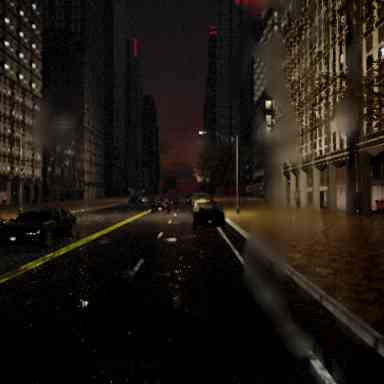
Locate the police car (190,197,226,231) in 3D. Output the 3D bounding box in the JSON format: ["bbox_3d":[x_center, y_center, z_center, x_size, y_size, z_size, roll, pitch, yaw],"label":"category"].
[{"bbox_3d":[0.977,1.381,20.602,1.930,1.638,5.238,0,0,0],"label":"police car"}]

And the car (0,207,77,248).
[{"bbox_3d":[-6.598,1.473,14.679,1.837,1.490,4.892,0,0,0],"label":"car"}]

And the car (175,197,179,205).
[{"bbox_3d":[-3.145,1.431,54.354,2.033,1.411,5.357,0,0,0],"label":"car"}]

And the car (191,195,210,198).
[{"bbox_3d":[0.977,1.389,30.684,1.801,1.575,5.366,0,0,0],"label":"car"}]

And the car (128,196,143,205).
[{"bbox_3d":[-9.785,1.425,57.795,2.033,1.411,5.357,0,0,1],"label":"car"}]

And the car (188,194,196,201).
[{"bbox_3d":[0.007,1.184,73.477,1.882,1.535,5.008,0,0,0],"label":"car"}]

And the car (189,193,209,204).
[{"bbox_3d":[0.978,1.146,36.525,2.150,2.045,5.566,0,0,0],"label":"car"}]

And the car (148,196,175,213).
[{"bbox_3d":[-3.148,1.427,35.133,1.837,1.490,4.892,0,0,0],"label":"car"}]

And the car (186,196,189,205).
[{"bbox_3d":[0.005,1.483,55.371,1.895,1.301,4.718,0,0,0],"label":"car"}]
